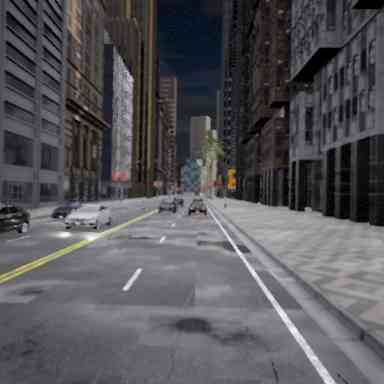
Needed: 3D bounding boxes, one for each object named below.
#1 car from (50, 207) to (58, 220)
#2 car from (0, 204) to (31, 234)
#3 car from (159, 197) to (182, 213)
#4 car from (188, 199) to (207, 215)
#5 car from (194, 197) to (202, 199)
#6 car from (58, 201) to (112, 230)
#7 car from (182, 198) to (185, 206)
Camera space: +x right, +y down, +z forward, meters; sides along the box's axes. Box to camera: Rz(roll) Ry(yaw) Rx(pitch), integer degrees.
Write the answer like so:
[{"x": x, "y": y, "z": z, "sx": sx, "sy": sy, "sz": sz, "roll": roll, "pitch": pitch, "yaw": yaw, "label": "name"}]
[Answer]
[{"x": -9.414, "y": 1.431, "z": 26.780, "sx": 2.033, "sy": 1.411, "sz": 5.357, "roll": 1, "pitch": 0, "yaw": 1, "label": "car"}, {"x": -9.513, "y": 1.358, "z": 15.753, "sx": 1.837, "sy": 1.490, "sz": 4.892, "roll": 1, "pitch": 0, "yaw": 1, "label": "car"}, {"x": -2.600, "y": 1.526, "z": 37.321, "sx": 2.128, "sy": 1.511, "sz": 4.902, "roll": 1, "pitch": 0, "yaw": 1, "label": "car"}, {"x": 0.607, "y": 1.690, "z": 35.234, "sx": 1.895, "sy": 1.301, "sz": 4.718, "roll": 1, "pitch": 0, "yaw": 1, "label": "car"}, {"x": 0.948, "y": 1.636, "z": 55.141, "sx": 1.837, "sy": 1.490, "sz": 4.892, "roll": 1, "pitch": -1, "yaw": 1, "label": "car"}, {"x": -6.269, "y": 1.455, "z": 20.640, "sx": 1.812, "sy": 1.442, "sz": 4.674, "roll": 1, "pitch": 0, "yaw": 1, "label": "car"}, {"x": -2.296, "y": 1.575, "z": 55.333, "sx": 1.837, "sy": 1.490, "sz": 4.892, "roll": 1, "pitch": -1, "yaw": 0, "label": "car"}]
